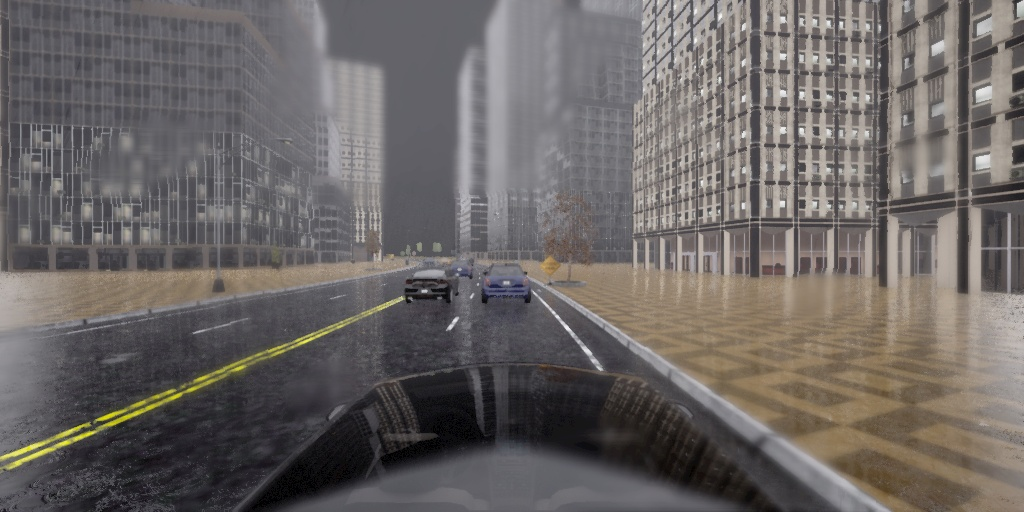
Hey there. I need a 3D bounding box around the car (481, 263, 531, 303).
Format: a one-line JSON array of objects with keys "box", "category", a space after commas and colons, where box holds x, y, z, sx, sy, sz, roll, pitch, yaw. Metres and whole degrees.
[{"box": [-0.310, 1.115, 16.730, 2.097, 1.767, 4.553, 0, 0, -2], "category": "car"}]

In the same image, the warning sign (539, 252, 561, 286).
[{"box": [2.307, 0.863, 21.723, 1.300, 1.860, 1.060, 0, 0, -3], "category": "warning sign"}]

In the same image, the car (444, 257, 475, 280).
[{"box": [-4.477, 1.113, 31.635, 2.097, 1.767, 4.553, 0, 0, -5], "category": "car"}]

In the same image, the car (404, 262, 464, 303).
[{"box": [-3.559, 1.234, 16.628, 1.882, 1.535, 5.008, 0, 0, -2], "category": "car"}]
